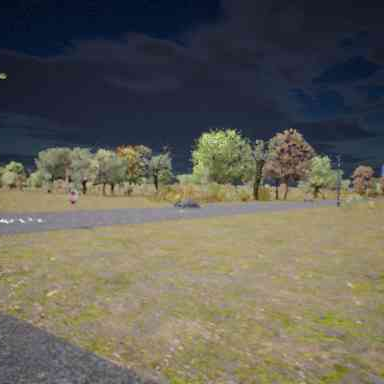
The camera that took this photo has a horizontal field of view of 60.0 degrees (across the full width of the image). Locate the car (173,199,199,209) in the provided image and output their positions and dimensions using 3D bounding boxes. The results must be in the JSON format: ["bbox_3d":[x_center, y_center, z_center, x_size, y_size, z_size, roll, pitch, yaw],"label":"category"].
[{"bbox_3d":[-0.792,1.618,46.508,1.994,1.385,4.181,2,1,36],"label":"car"}]
